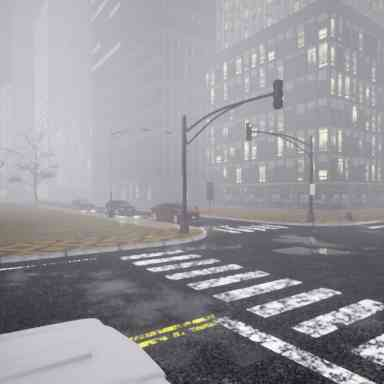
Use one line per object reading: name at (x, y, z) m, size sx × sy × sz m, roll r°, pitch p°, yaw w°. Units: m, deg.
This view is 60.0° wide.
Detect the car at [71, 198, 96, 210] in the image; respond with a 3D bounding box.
car at (-14.308, 1.551, 43.482) m, size 2.033 × 1.411 × 5.357 m, roll 0°, pitch 0°, yaw -35°

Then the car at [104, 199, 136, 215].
car at (-7.302, 1.509, 33.537) m, size 1.837 × 1.490 × 4.892 m, roll 0°, pitch 0°, yaw -35°

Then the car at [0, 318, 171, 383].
car at (-2.314, 1.601, 1.793) m, size 4.718 × 1.301 × 1.895 m, roll 0°, pitch 0°, yaw -36°

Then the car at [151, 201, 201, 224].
car at (-1.297, 1.482, 24.996) m, size 1.882 × 1.535 × 5.008 m, roll 0°, pitch 0°, yaw -35°
